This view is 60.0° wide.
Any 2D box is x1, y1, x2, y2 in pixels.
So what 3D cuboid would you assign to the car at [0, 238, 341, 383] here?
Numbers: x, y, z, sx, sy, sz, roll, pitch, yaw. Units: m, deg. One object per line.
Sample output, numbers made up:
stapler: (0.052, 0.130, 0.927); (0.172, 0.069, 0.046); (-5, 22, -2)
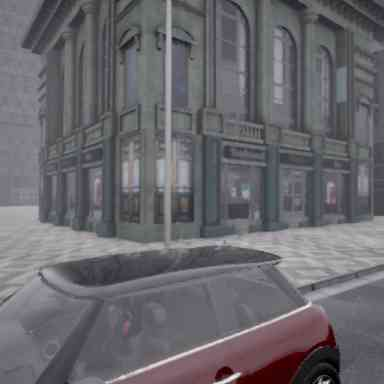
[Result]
car: (-0.778, 1.388, 2.804); (4.553, 1.767, 2.097); (0, -1, -36)
